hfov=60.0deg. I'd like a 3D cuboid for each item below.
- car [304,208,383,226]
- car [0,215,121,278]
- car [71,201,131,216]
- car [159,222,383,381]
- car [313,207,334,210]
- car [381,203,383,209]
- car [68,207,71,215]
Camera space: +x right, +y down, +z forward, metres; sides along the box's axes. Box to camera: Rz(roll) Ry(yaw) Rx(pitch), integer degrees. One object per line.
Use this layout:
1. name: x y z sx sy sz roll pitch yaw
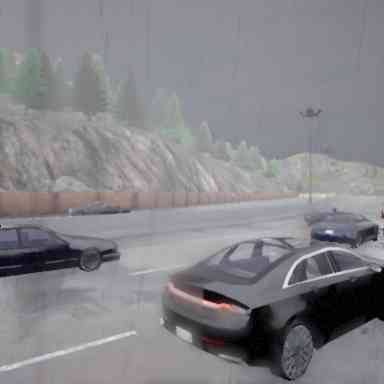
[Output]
1. car: 7.114 1.635 15.288 1.994 1.385 4.181 0 0 44
2. car: -4.738 1.592 9.160 5.357 1.411 2.033 0 0 -37
3. car: -7.905 1.743 29.799 1.895 1.301 4.718 0 0 44
4. car: 1.787 1.518 5.557 4.902 1.511 2.128 0 0 -39
5. car: 9.598 1.709 23.382 1.895 1.301 4.718 0 0 39
6. car: 19.253 1.497 31.674 2.097 1.767 4.553 0 0 30
7. car: -9.739 1.650 32.897 2.128 1.511 4.902 0 0 43
